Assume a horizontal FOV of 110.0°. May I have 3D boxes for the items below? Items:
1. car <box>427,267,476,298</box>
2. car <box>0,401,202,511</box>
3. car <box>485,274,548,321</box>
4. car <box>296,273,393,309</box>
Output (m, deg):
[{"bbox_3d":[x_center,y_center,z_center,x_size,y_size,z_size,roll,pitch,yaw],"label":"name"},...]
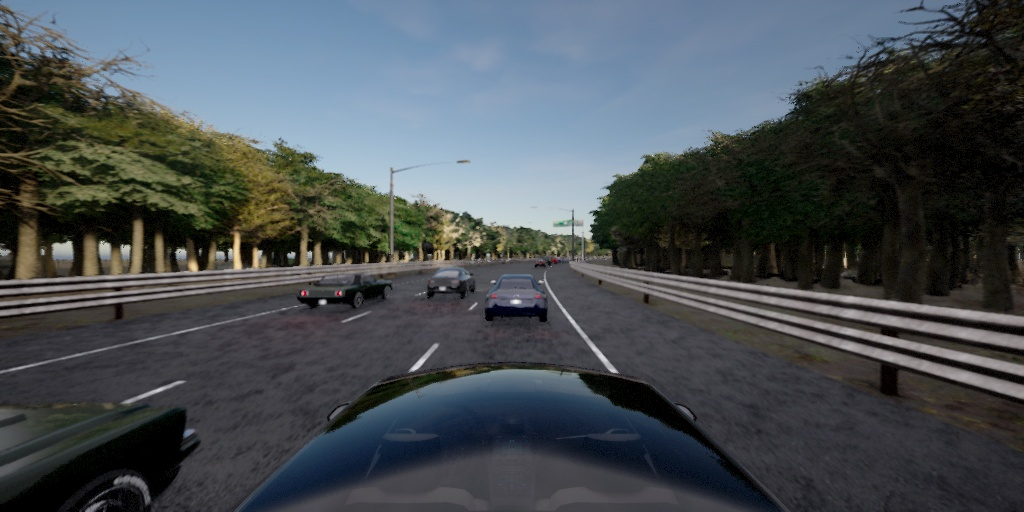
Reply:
[{"bbox_3d":[-3.020,1.298,18.375,1.812,1.442,4.674,0,0,2],"label":"car"},{"bbox_3d":[-3.379,1.342,0.644,1.895,1.301,4.718,0,0,0],"label":"car"},{"bbox_3d":[0.175,1.333,12.639,1.994,1.385,4.181,0,0,2],"label":"car"},{"bbox_3d":[-6.648,1.360,14.957,1.895,1.301,4.718,0,0,2],"label":"car"}]
